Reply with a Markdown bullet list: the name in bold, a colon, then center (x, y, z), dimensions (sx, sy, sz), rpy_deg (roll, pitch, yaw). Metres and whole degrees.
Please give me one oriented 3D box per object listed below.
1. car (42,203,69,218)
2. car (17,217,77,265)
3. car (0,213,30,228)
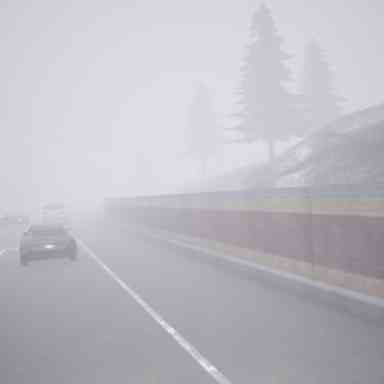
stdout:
- **car**: center (-13.849, 2.174, 33.988), dimensions (2.150, 2.045, 5.566), rpy_deg (-2, -1, -17)
- **car**: center (-5.890, 1.960, 13.610), dimensions (1.994, 1.385, 4.181), rpy_deg (-2, -1, -25)
- **car**: center (-16.912, 2.646, 32.097), dimensions (1.895, 1.301, 4.718), rpy_deg (-2, -1, -17)
